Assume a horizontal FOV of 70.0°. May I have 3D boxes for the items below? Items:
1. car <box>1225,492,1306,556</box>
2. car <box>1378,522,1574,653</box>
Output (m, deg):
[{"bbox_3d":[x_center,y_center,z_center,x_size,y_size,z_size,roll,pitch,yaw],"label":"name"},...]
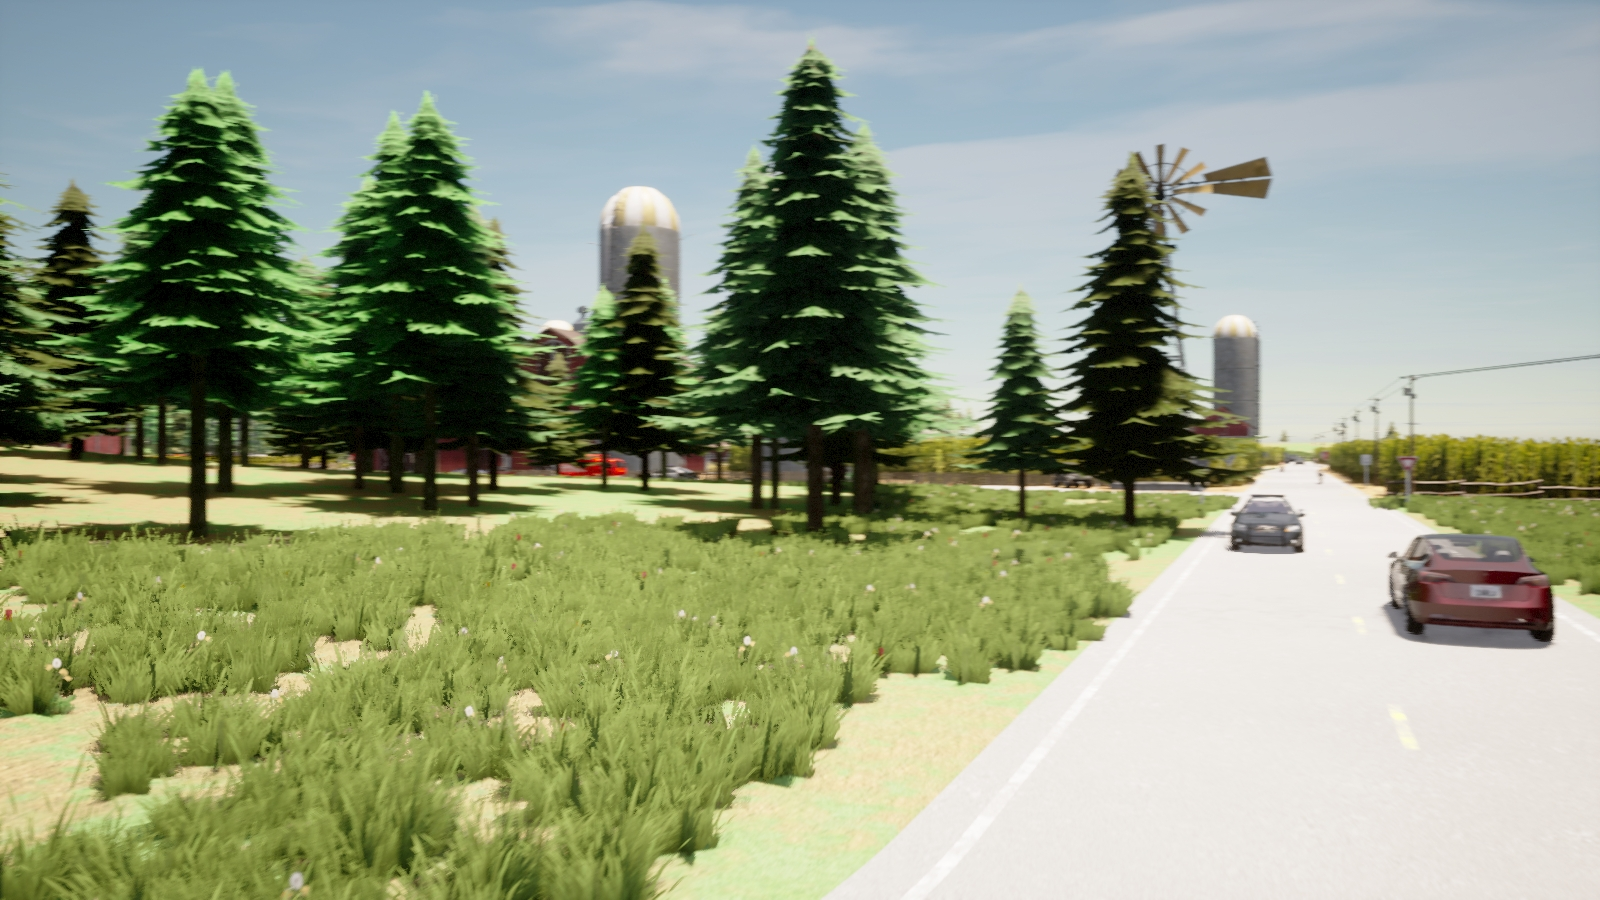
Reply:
[{"bbox_3d":[13.612,2.078,33.328,2.038,1.542,4.974,0,0,23],"label":"car"},{"bbox_3d":[10.747,2.082,18.545,2.163,1.488,4.792,0,0,24],"label":"car"}]
